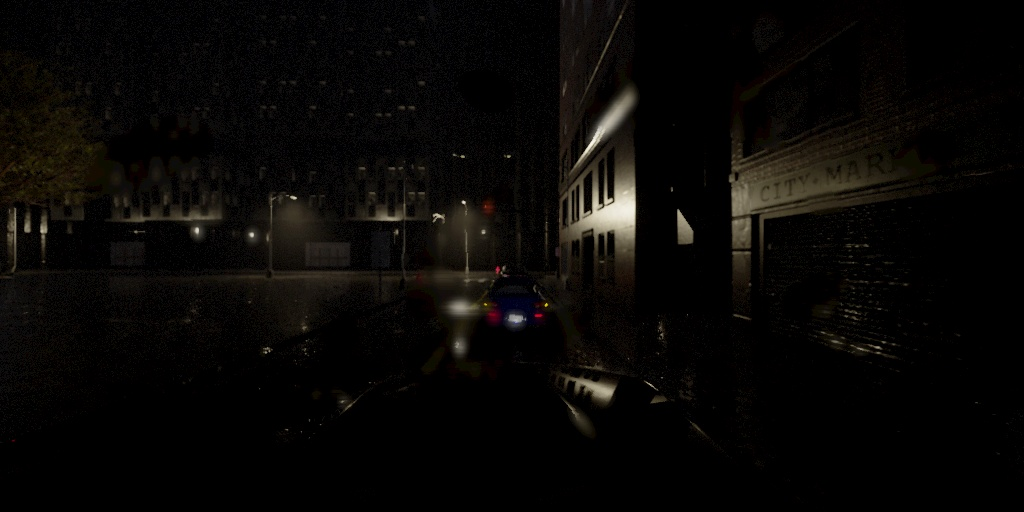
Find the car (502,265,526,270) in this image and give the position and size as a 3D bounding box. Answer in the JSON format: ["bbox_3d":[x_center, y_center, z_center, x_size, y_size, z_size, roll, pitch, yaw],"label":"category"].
[{"bbox_3d":[0.133,1.308,22.124,2.128,1.511,4.902,0,0,1],"label":"car"}]

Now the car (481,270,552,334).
[{"bbox_3d":[0.119,1.305,10.633,1.812,1.442,4.674,0,0,0],"label":"car"}]
